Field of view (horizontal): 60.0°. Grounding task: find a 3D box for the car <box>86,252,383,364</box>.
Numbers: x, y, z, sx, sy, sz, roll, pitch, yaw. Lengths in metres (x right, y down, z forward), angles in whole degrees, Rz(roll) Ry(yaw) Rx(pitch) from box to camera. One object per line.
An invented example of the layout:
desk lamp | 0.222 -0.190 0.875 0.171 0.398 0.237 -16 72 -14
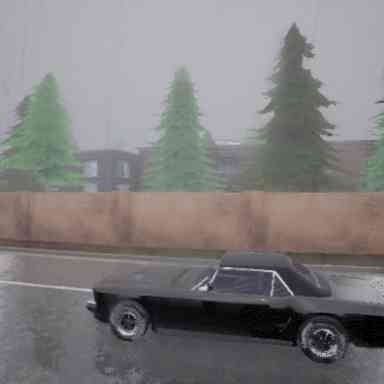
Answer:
car | 0.689 1.736 5.737 4.718 1.301 1.895 0 -1 13
